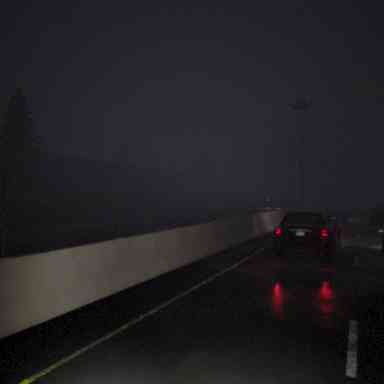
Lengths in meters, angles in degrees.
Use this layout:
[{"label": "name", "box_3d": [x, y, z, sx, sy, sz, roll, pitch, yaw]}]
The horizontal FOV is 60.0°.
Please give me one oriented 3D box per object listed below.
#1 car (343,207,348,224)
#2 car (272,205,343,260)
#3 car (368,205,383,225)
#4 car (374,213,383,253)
[{"label": "car", "box_3d": [11.697, 1.813, 27.291, 1.812, 1.442, 4.674, 0, 0, 27]}, {"label": "car", "box_3d": [4.735, 1.495, 13.479, 2.097, 1.767, 4.553, 0, -1, 27]}, {"label": "car", "box_3d": [14.980, 1.748, 26.023, 1.882, 1.535, 5.008, 0, 0, 27]}, {"label": "car", "box_3d": [7.440, 1.663, 11.088, 2.033, 1.411, 5.357, 0, -1, 27]}]
